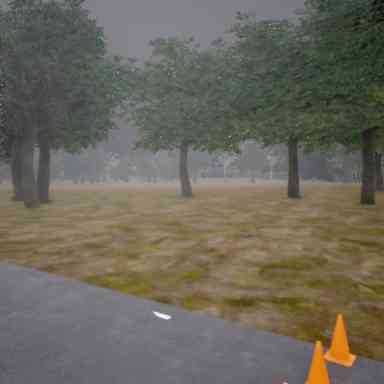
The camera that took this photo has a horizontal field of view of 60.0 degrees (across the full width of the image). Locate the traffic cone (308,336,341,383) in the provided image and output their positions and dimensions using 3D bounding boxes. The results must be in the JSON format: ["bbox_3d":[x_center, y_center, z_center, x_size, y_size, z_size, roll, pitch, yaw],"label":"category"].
[{"bbox_3d":[1.394,1.945,3.674,0.340,0.580,0.340,1,1,36],"label":"traffic cone"}]

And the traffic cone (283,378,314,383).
[{"bbox_3d":[0.802,1.944,2.868,0.340,0.580,0.340,1,1,36],"label":"traffic cone"}]

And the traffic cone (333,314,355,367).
[{"bbox_3d":[1.986,1.945,4.480,0.340,0.580,0.340,1,1,36],"label":"traffic cone"}]
